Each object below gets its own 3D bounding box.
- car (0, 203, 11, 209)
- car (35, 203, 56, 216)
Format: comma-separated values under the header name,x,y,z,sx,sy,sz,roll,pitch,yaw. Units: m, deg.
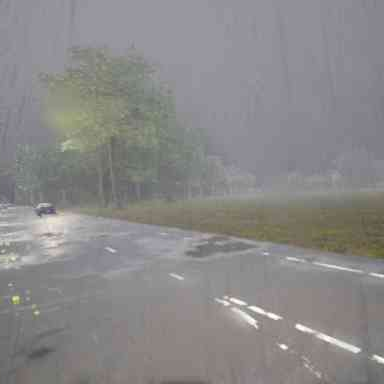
name,x,y,z,sx,sy,sz,roll,pitch,yaw
car,-45.409,3.363,79.756,2.097,1.767,4.553,-4,1,-31
car,-18.391,2.151,41.683,1.882,1.535,5.008,-4,1,-31
